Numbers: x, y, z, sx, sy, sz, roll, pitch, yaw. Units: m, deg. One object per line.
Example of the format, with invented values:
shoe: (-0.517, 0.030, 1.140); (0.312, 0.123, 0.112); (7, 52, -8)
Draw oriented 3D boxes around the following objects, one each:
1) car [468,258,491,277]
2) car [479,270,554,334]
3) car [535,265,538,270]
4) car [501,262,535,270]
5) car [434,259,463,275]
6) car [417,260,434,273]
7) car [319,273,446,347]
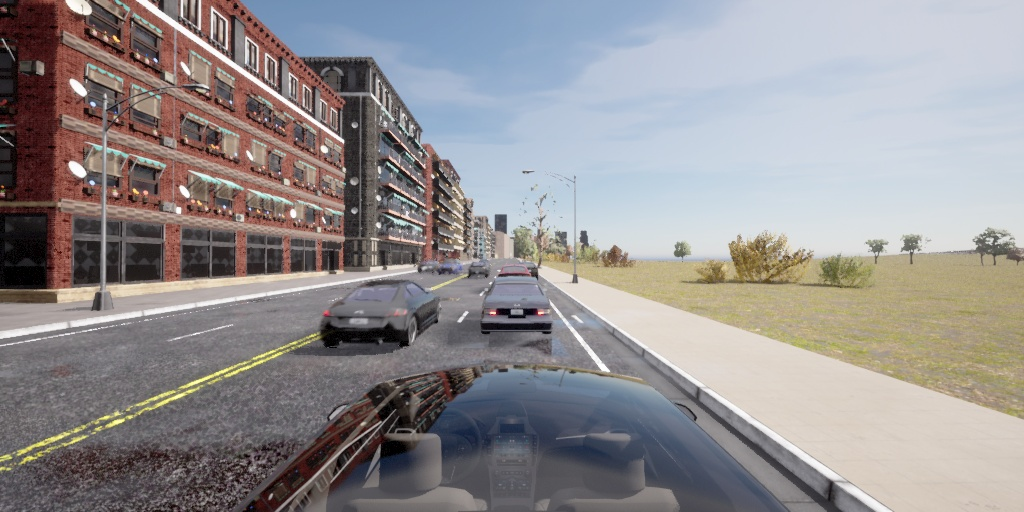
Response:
car: (-3.088, 1.246, 34.487); (2.128, 1.511, 4.902); (0, 0, 0)
car: (0.115, 1.299, 10.545); (2.033, 1.411, 5.357); (0, 0, 0)
car: (1.192, 1.232, 30.522); (1.882, 1.535, 5.008); (0, 0, 0)
car: (0.139, 1.231, 21.085); (1.882, 1.535, 5.008); (0, 0, 0)
car: (-6.531, 1.106, 38.320); (2.097, 1.767, 4.553); (0, 0, 0)
car: (-9.773, 1.245, 42.337); (2.128, 1.511, 4.902); (0, 0, 0)
car: (-3.139, 1.314, 9.363); (1.994, 1.385, 4.181); (0, 0, 0)
